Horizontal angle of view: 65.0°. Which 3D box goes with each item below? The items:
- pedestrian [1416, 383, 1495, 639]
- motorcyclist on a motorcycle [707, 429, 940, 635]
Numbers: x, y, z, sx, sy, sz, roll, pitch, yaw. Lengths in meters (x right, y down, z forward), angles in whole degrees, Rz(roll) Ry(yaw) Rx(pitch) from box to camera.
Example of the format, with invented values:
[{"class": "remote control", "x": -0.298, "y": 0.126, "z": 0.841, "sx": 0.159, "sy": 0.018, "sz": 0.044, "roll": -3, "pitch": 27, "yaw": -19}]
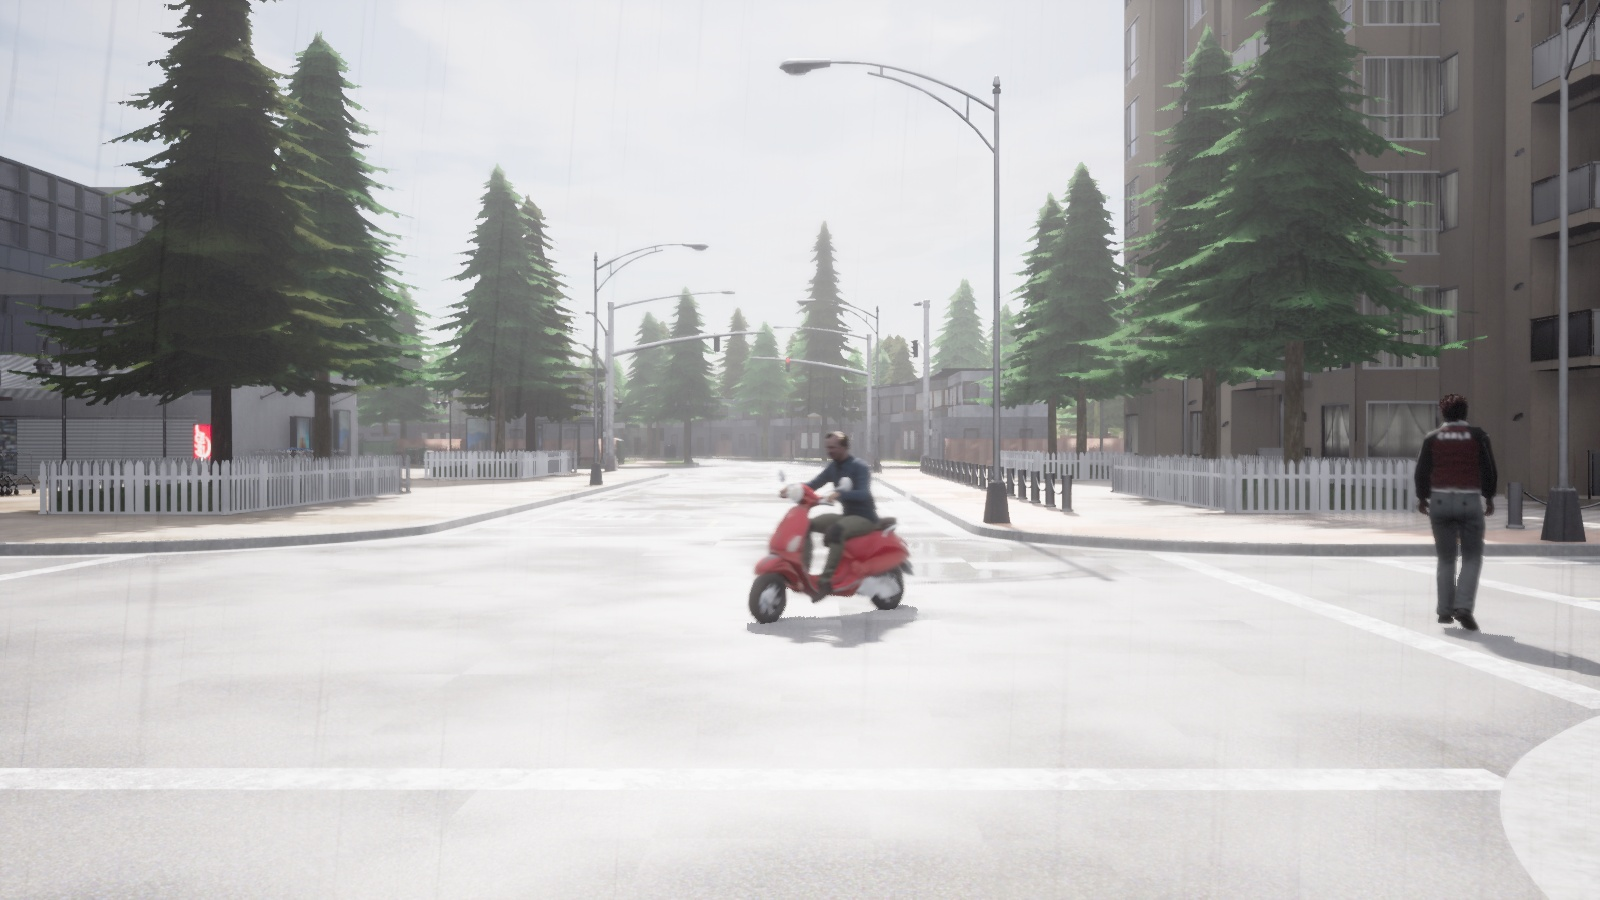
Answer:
[{"class": "pedestrian", "x": 5.148, "y": 0.456, "z": 9.854, "sx": 0.402, "sy": 1.930, "sz": 0.666, "roll": 0, "pitch": 0, "yaw": 40}, {"class": "motorcyclist on a motorcycle", "x": 0.218, "y": 0.634, "z": 10.692, "sx": 1.817, "sy": 1.590, "sz": 0.866, "roll": 0, "pitch": 2, "yaw": -39}]
